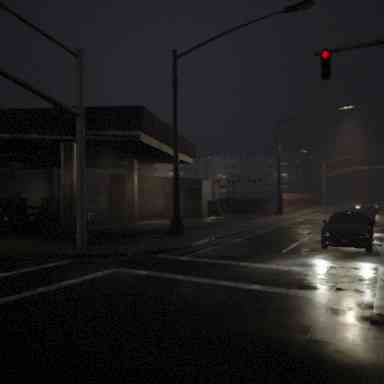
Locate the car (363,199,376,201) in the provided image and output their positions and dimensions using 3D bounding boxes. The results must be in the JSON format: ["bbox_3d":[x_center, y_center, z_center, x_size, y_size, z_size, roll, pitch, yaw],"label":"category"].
[{"bbox_3d":[20.744,1.624,38.988,2.097,1.767,4.553,-1,-1,30],"label":"car"}]

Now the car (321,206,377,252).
[{"bbox_3d":[6.994,1.597,14.757,1.882,1.535,5.008,-1,-1,30],"label":"car"}]

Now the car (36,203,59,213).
[{"bbox_3d":[-23.473,2.583,54.267,1.837,1.490,4.892,-1,-1,-4],"label":"car"}]

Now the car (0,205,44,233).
[{"bbox_3d":[-11.988,1.772,22.173,4.611,1.667,2.242,-1,-1,31],"label":"car"}]

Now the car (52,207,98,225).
[{"bbox_3d":[-9.731,1.977,27.509,3.806,1.475,1.970,-1,-1,31],"label":"car"}]

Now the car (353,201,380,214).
[{"bbox_3d":[12.892,1.678,25.173,2.128,1.511,4.902,-1,-1,29],"label":"car"}]
